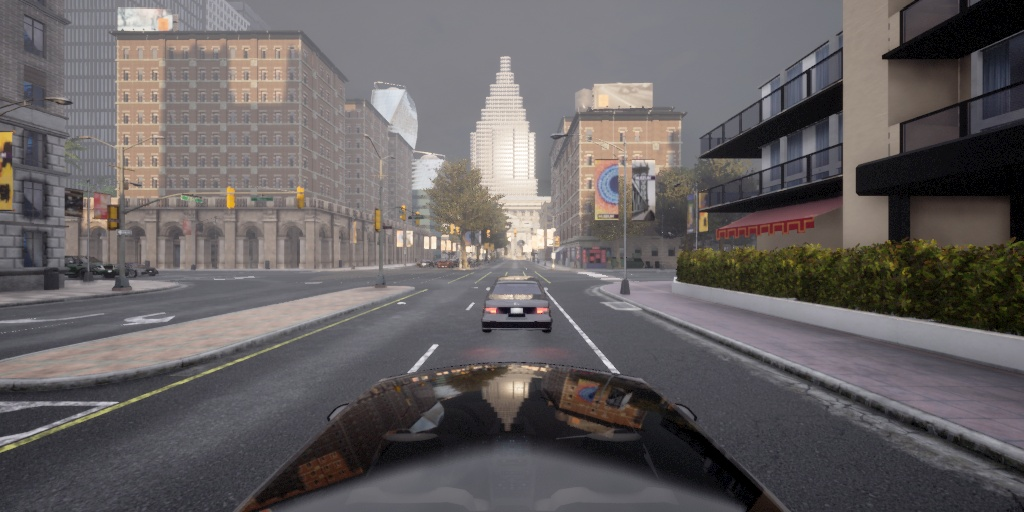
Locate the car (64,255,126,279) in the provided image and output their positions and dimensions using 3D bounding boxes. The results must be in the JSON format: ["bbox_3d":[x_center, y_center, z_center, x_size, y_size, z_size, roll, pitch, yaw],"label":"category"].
[{"bbox_3d":[-37.607,0.971,31.067,5.566,2.045,2.150,0,0,0],"label":"car"}]

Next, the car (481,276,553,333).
[{"bbox_3d":[0.146,1.297,10.736,2.033,1.411,5.357,0,0,1],"label":"car"}]

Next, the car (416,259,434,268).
[{"bbox_3d":[-14.518,1.241,61.552,2.128,1.511,4.902,0,0,1],"label":"car"}]

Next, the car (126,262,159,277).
[{"bbox_3d":[-36.828,1.314,34.568,4.181,1.385,1.994,0,0,0],"label":"car"}]

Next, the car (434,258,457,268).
[{"bbox_3d":[-11.048,1.102,59.666,2.097,1.767,4.553,0,0,1],"label":"car"}]
